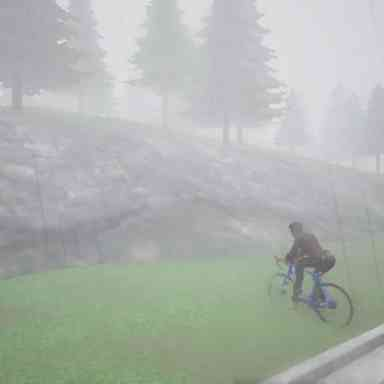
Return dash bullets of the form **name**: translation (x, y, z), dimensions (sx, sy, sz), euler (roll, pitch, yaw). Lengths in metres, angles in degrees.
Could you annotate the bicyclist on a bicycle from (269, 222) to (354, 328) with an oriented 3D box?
- **bicyclist on a bicycle**: translation (1.919, 1.343, 5.634), dimensions (0.582, 1.620, 1.656), euler (0, -2, -36)
